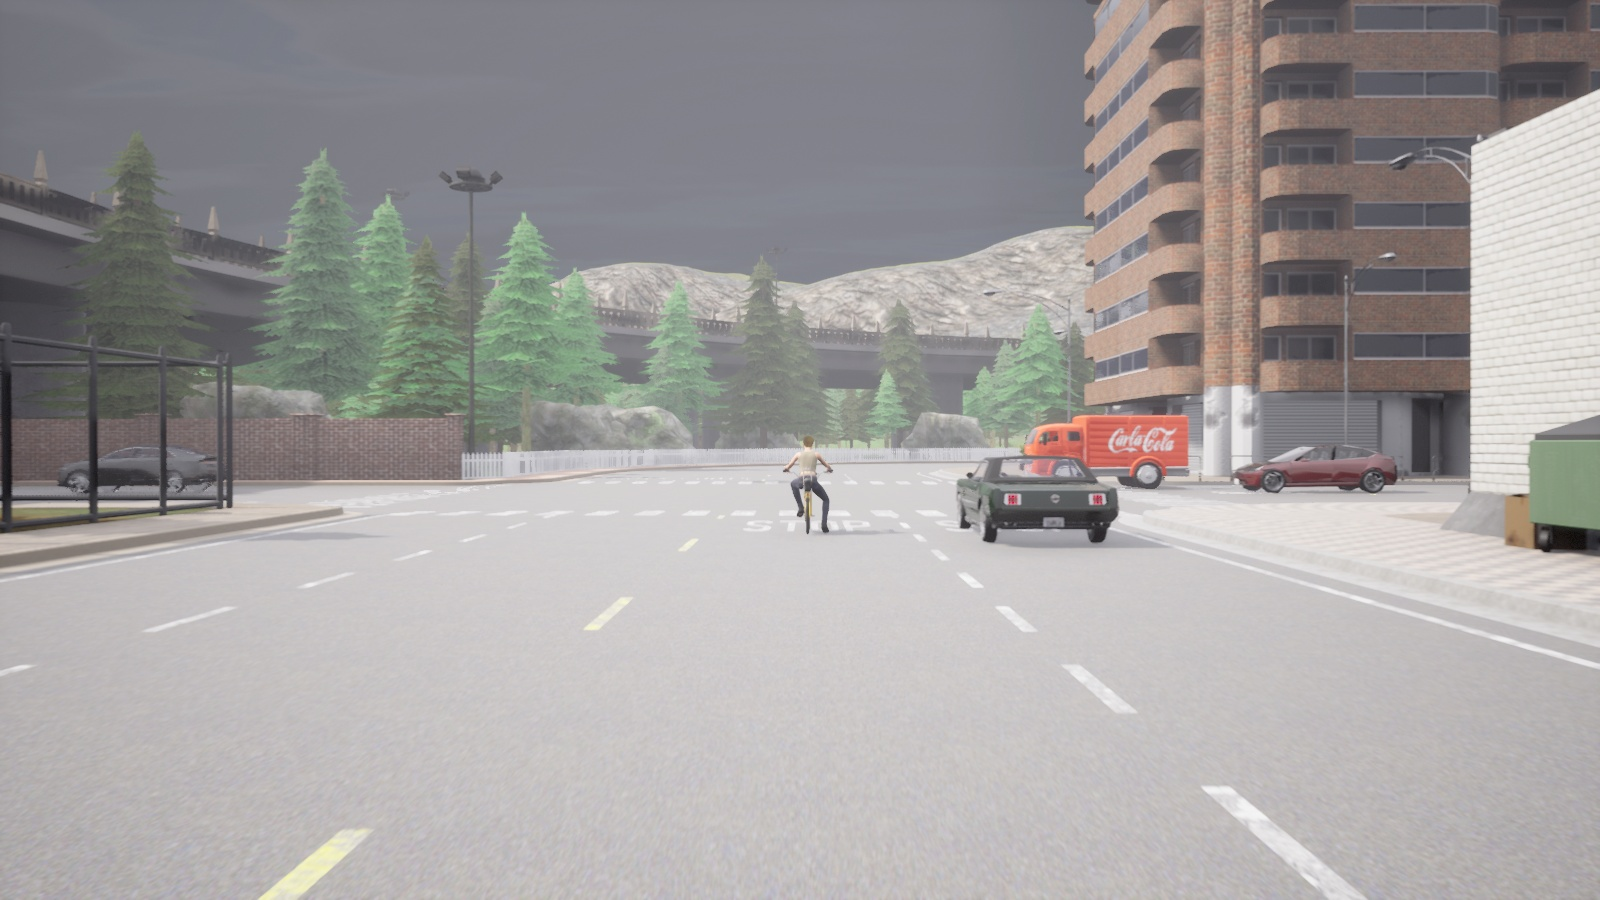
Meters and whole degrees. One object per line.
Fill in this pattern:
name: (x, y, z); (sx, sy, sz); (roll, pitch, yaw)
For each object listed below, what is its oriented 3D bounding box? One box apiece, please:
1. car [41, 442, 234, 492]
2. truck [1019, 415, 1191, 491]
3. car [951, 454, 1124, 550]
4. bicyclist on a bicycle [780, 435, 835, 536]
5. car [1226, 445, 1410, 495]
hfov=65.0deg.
car: (-20.577, 0.521, 39.152); (4.902, 1.511, 2.128); (0, 0, 1)
truck: (10.211, 0.081, 42.416); (5.204, 2.467, 2.627); (0, 0, 0)
car: (3.629, 0.737, 20.030); (1.895, 1.301, 4.718); (0, 0, 0)
bicyclist on a bicycle: (0.132, 0.566, 20.831); (0.866, 1.612, 1.509); (0, 0, 1)
car: (15.955, 0.596, 38.872); (4.792, 1.488, 2.163); (0, 0, 0)
